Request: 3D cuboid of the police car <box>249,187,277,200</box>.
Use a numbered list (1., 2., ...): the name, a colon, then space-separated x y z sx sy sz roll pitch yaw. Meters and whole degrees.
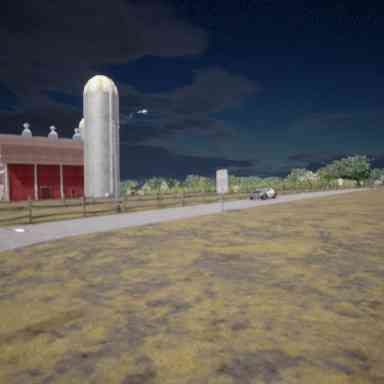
1. police car: 8.794 0.175 41.264 2.038 1.542 4.974 -1 1 36
